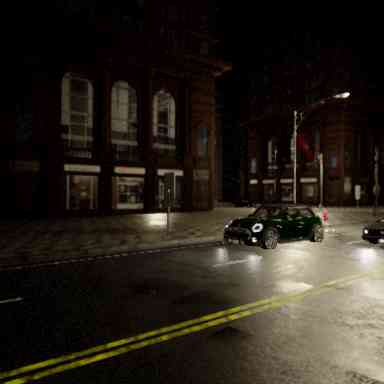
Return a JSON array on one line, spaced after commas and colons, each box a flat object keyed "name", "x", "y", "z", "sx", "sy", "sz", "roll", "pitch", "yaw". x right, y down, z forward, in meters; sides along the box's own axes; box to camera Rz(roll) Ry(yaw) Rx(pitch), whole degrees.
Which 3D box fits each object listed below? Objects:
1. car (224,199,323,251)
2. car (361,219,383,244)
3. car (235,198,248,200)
[{"name": "car", "x": 3.520, "y": 1.330, "z": 14.174, "sx": 4.553, "sy": 1.767, "sz": 2.097, "roll": 0, "pitch": 0, "yaw": -35}, {"name": "car", "x": 9.575, "y": 1.523, "z": 14.486, "sx": 5.357, "sy": 1.411, "sz": 2.033, "roll": 0, "pitch": 0, "yaw": -35}, {"name": "car", "x": 7.637, "y": 1.633, "z": 47.384, "sx": 1.837, "sy": 1.490, "sz": 4.892, "roll": 1, "pitch": -1, "yaw": -35}]
